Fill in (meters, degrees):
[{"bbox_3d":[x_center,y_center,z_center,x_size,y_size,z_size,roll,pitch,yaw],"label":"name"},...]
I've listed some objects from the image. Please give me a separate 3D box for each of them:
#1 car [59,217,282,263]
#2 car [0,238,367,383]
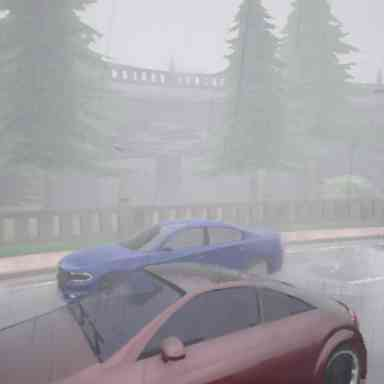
[{"bbox_3d":[-0.282,1.357,7.334,5.008,1.535,1.882,-1,1,-27],"label":"car"},{"bbox_3d":[-0.212,1.510,3.371,4.181,1.385,1.994,-1,1,-30],"label":"car"}]
